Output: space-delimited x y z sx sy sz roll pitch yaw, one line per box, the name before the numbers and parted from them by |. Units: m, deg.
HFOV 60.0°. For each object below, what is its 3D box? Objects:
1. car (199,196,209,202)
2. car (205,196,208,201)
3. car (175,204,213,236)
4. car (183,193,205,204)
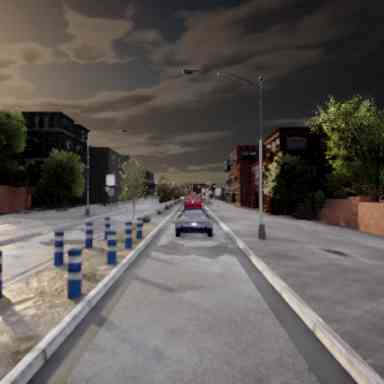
car | 3.021 1.667 82.889 2.231 1.521 4.892 0 0 0
car | 3.019 1.657 77.242 2.231 1.521 4.892 0 0 0
car | 0.106 1.580 18.600 1.994 1.385 4.181 0 0 0
car | 0.113 1.294 42.178 2.150 2.045 5.566 0 0 0
